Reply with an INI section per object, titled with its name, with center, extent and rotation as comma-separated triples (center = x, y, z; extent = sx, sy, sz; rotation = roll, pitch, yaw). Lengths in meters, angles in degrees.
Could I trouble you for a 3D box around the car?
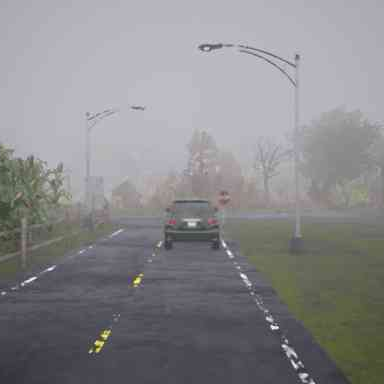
[car]
center = 0.000, 1.257, 14.680
extent = 2.150, 2.045, 5.566
rotation = 0, 0, 0
